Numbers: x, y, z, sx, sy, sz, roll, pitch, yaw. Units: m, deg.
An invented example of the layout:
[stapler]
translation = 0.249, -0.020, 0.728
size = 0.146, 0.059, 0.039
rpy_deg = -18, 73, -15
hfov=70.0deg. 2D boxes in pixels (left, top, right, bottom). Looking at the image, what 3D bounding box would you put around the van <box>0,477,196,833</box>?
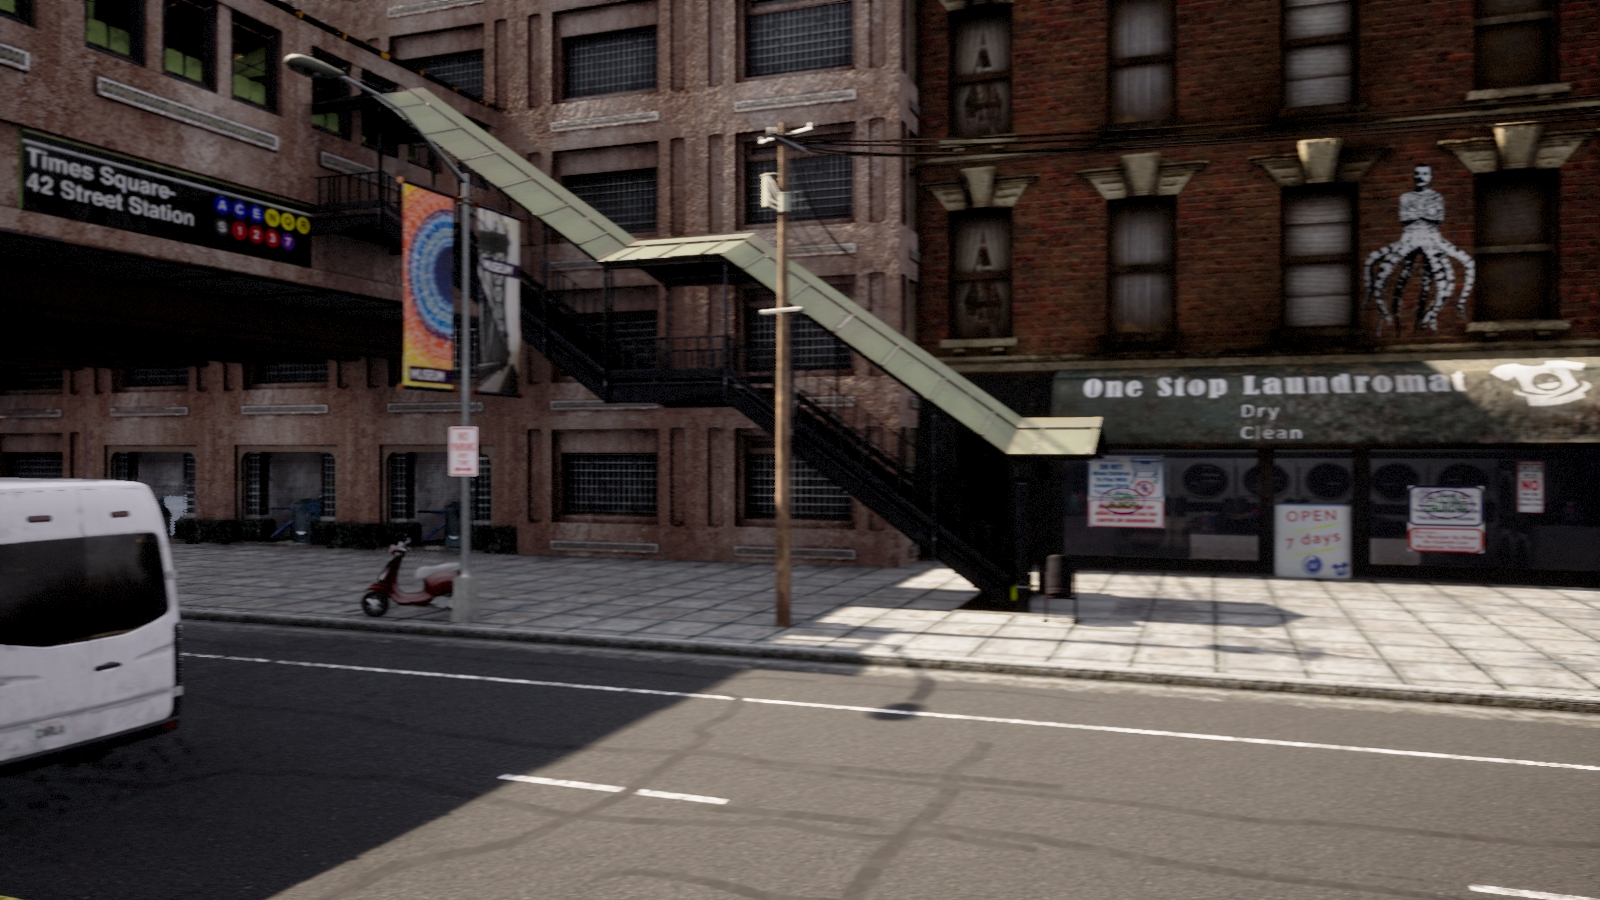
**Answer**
[van]
translation = -8.408, 1.534, 10.079
size = 5.915, 2.561, 1.988
rpy_deg = 0, 0, 20
